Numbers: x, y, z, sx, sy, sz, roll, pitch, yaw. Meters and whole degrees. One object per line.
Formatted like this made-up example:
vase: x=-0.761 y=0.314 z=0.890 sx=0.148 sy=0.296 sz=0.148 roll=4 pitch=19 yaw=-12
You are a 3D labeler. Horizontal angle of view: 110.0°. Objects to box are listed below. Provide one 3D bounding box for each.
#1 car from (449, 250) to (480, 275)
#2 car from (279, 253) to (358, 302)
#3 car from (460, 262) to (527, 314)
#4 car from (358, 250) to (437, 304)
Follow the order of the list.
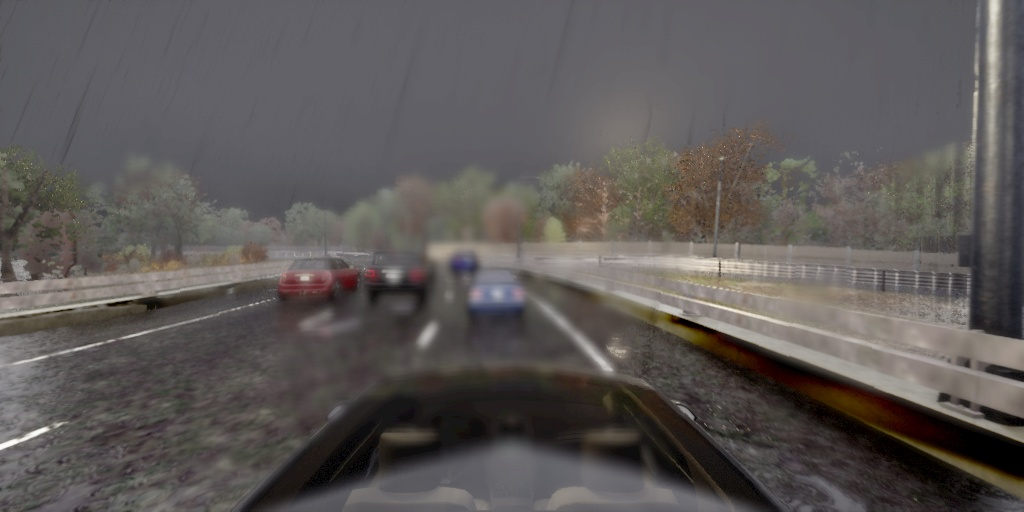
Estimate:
car: x=-4.159 y=0.480 z=31.206 sx=2.150 sy=2.045 sz=5.566 roll=0 pitch=1 yaw=-15
car: x=-8.096 y=0.875 z=15.691 sx=2.097 sy=1.767 sz=4.553 roll=0 pitch=1 yaw=-8
car: x=-0.650 y=1.111 z=12.739 sx=2.033 sy=1.411 sz=5.357 roll=0 pitch=1 yaw=-6
car: x=-4.455 y=0.752 z=15.112 sx=2.150 sy=2.045 sz=5.566 roll=0 pitch=1 yaw=-7
